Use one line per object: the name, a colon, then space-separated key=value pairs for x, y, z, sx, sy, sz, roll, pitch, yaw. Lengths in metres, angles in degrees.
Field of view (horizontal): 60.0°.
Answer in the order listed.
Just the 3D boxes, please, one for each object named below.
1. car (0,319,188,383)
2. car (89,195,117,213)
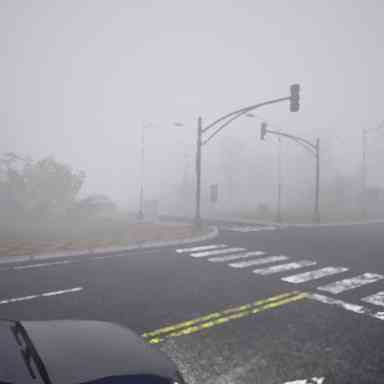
car: x=-1.986 y=1.565 z=2.129 sx=4.181 sy=1.385 sz=1.994 roll=0 pitch=0 yaw=-36
car: x=-10.756 y=1.375 z=39.151 sx=2.150 sy=2.045 sz=5.566 roll=2 pitch=-1 yaw=-35
